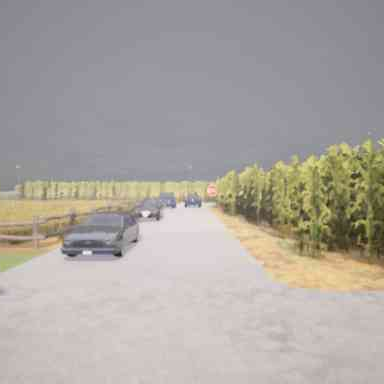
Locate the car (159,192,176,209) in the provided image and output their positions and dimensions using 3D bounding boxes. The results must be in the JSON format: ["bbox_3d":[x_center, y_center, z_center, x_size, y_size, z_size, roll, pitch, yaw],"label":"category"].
[{"bbox_3d":[-3.097,1.056,40.948,2.150,2.045,5.566,0,0,0],"label":"car"}]

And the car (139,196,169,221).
[{"bbox_3d":[-3.190,1.323,25.330,2.128,1.511,4.902,0,0,0],"label":"car"}]

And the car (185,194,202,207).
[{"bbox_3d":[0.249,1.061,43.810,2.097,1.767,4.553,0,0,4],"label":"car"}]

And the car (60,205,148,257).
[{"bbox_3d":[-3.193,1.462,12.835,2.033,1.411,5.357,0,0,0],"label":"car"}]
